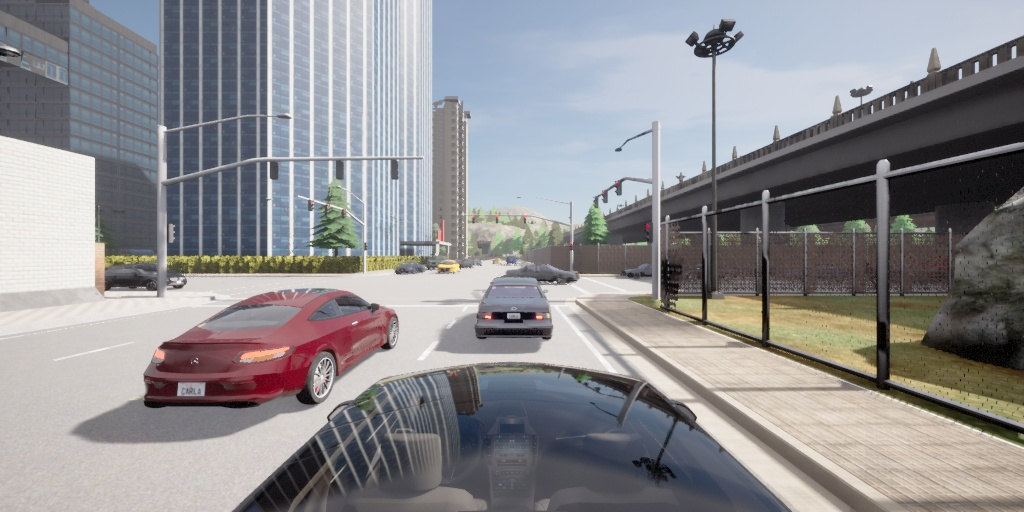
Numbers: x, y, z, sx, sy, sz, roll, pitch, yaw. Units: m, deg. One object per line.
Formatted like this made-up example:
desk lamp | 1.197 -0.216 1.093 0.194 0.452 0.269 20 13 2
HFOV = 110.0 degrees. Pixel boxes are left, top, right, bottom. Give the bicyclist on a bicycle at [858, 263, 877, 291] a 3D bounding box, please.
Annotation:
bicyclist on a bicycle | 18.263 1.106 18.173 0.582 1.620 1.656 0 0 0

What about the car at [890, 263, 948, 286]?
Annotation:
car | 29.601 1.369 25.506 4.181 1.385 1.994 0 0 0

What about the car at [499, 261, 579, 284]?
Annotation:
car | 2.088 1.320 25.947 5.357 1.411 2.033 0 0 18

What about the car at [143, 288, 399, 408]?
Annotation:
car | -3.450 1.276 6.174 1.812 1.442 4.674 0 0 0

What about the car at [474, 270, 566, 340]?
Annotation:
car | 0.078 1.297 9.994 2.033 1.411 5.357 0 0 1

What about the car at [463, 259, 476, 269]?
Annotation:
car | -7.208 1.254 56.577 1.837 1.490 4.892 0 0 0

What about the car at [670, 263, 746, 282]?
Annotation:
car | 15.660 1.297 29.145 4.902 1.511 2.128 0 0 0

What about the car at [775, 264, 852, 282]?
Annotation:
car | 24.616 1.331 29.173 4.674 1.442 1.812 0 0 0

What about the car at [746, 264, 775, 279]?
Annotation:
car | 22.306 1.406 32.674 4.718 1.301 1.895 0 0 0

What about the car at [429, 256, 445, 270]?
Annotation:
car | -10.701 0.970 51.575 2.150 2.045 5.566 0 0 0

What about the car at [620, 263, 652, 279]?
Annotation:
car | 12.716 1.353 32.632 5.357 1.411 2.033 0 0 0

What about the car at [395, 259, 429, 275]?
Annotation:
car | -11.116 1.323 39.209 1.994 1.385 4.181 0 0 7

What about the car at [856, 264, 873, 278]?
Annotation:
car | 32.233 1.406 32.708 4.718 1.301 1.895 0 0 0

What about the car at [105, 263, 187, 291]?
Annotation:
car | -22.587 1.331 21.799 4.674 1.442 1.812 0 0 0

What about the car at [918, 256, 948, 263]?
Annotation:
car | 35.230 1.027 29.220 5.566 2.045 2.150 0 0 -1

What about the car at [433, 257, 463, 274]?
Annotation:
car | -7.182 1.230 40.783 1.882 1.535 5.008 0 0 0
